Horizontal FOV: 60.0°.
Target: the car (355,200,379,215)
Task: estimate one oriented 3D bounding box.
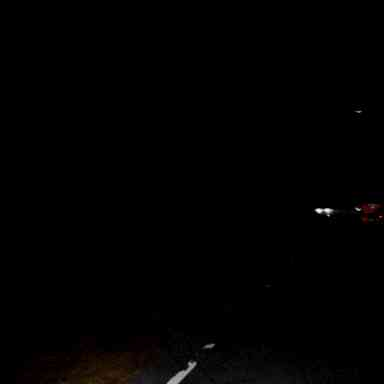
[{"bbox_3d":[19.837,1.654,37.447,2.097,1.767,4.553,0,0,16],"label":"car"}]

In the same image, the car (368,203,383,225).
[{"bbox_3d":[15.584,1.865,26.490,2.033,1.411,5.357,1,0,25],"label":"car"}]

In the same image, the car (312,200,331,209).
[{"bbox_3d":[19.191,1.815,49.500,1.994,1.385,4.181,0,0,9],"label":"car"}]
